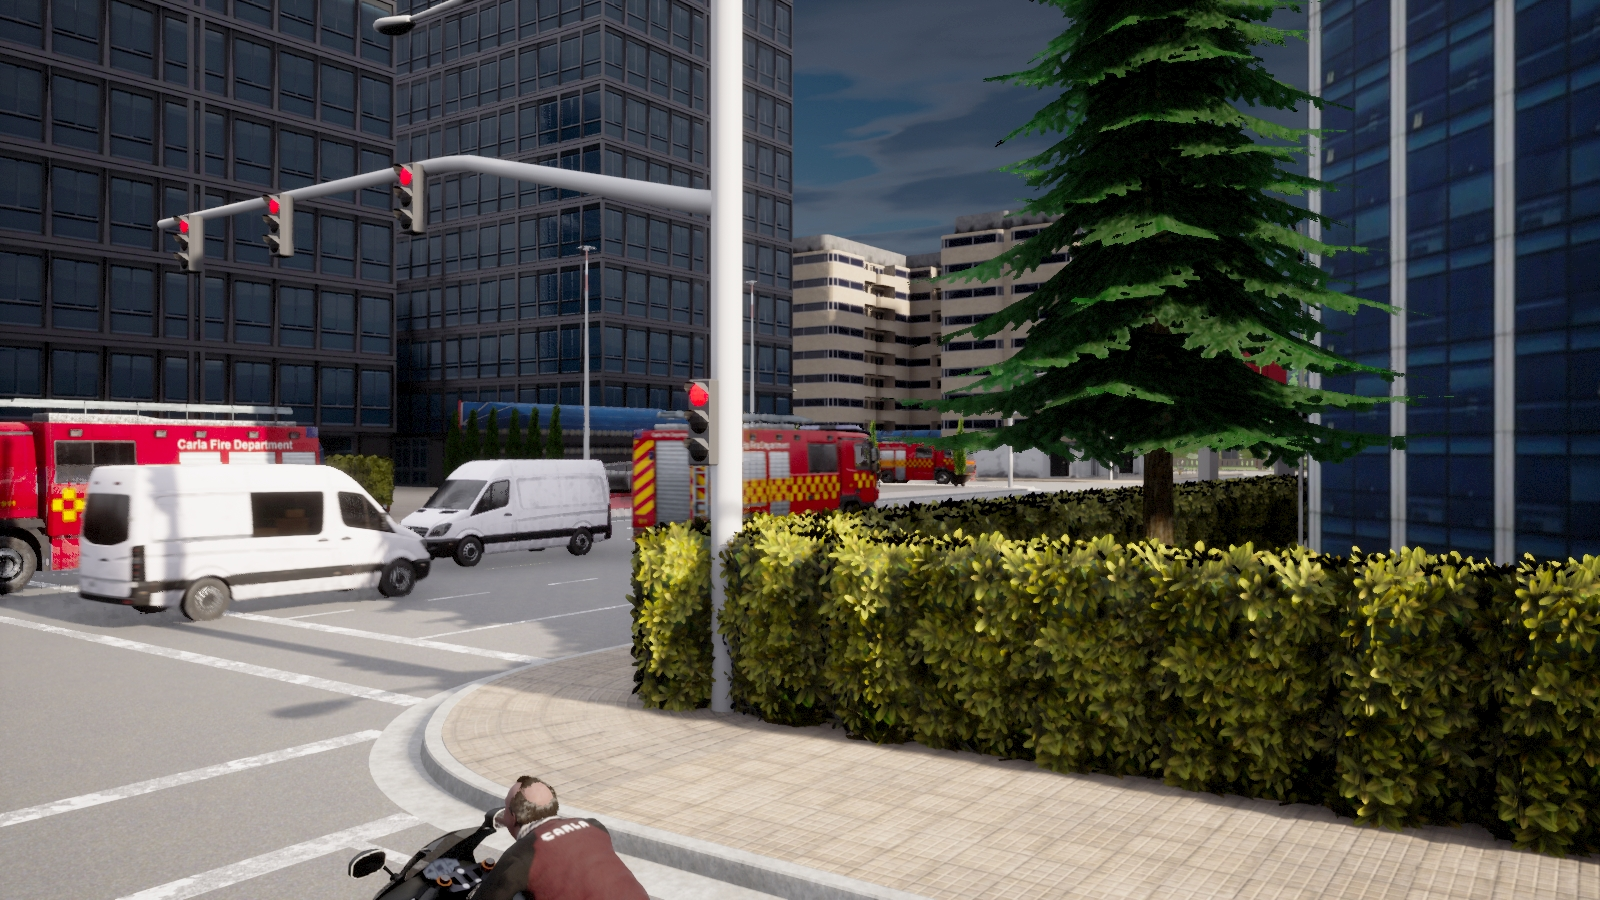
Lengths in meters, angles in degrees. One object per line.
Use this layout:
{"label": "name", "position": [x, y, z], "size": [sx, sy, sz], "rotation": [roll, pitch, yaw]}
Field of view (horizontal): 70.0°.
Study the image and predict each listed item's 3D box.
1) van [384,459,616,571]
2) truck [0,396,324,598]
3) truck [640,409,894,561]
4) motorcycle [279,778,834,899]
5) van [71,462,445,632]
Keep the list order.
{"label": "van", "position": [-7.573, 1.533, 29.577], "size": [1.988, 2.561, 5.915], "rotation": [0, 0, 35]}
{"label": "truck", "position": [-14.959, 0.889, 24.598], "size": [2.891, 3.827, 8.468], "rotation": [0, 0, 34]}
{"label": "truck", "position": [-0.649, 0.889, 33.031], "size": [2.891, 3.827, 8.468], "rotation": [0, 0, 35]}
{"label": "motorcycle", "position": [-1.027, 2.205, 4.504], "size": [2.209, 1.251, 0.867], "rotation": [0, 0, 35]}
{"label": "van", "position": [-9.479, 1.533, 20.630], "size": [1.988, 2.561, 5.915], "rotation": [0, 0, 34]}
